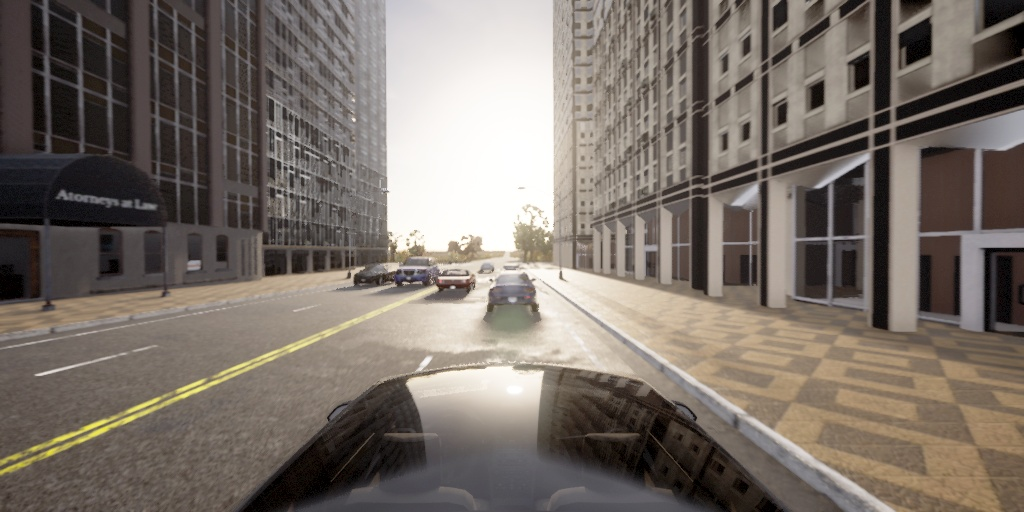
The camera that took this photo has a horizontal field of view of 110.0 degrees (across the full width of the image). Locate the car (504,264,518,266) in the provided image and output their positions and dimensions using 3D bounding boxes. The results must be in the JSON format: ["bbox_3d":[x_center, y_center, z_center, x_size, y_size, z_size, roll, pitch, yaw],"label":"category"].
[{"bbox_3d":[-0.085,1.411,31.758,2.033,1.411,5.357,0,0,0],"label":"car"}]

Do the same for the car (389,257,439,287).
[{"bbox_3d":[-6.743,1.092,26.096,2.150,2.045,5.566,0,0,0],"label":"car"}]

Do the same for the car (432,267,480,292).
[{"bbox_3d":[-3.267,1.442,21.920,1.895,1.301,4.718,0,0,0],"label":"car"}]

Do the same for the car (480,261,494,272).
[{"bbox_3d":[-3.456,1.466,50.913,1.812,1.442,4.674,0,0,0],"label":"car"}]

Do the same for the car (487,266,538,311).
[{"bbox_3d":[0.018,1.326,14.588,1.812,1.442,4.674,0,0,0],"label":"car"}]

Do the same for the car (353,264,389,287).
[{"bbox_3d":[-9.994,1.362,26.549,1.882,1.535,5.008,0,0,0],"label":"car"}]
